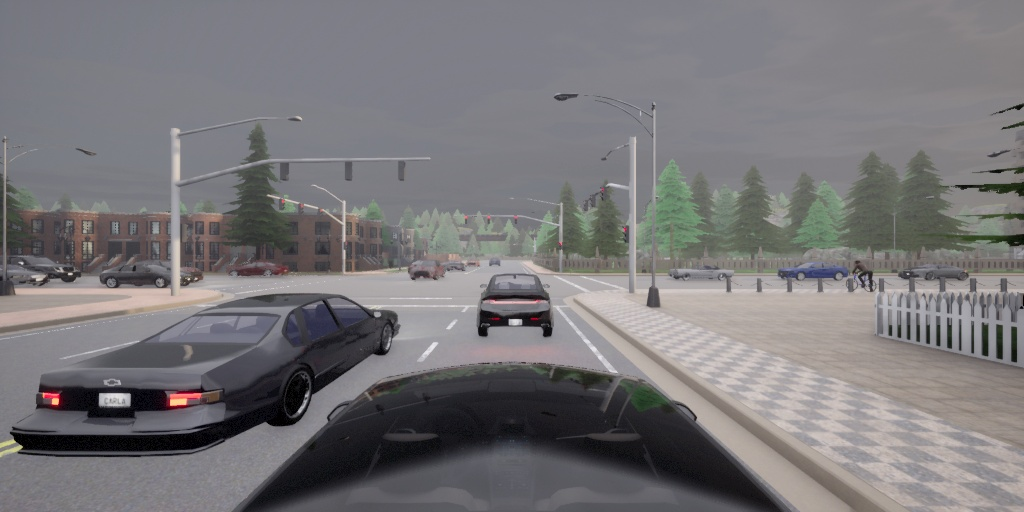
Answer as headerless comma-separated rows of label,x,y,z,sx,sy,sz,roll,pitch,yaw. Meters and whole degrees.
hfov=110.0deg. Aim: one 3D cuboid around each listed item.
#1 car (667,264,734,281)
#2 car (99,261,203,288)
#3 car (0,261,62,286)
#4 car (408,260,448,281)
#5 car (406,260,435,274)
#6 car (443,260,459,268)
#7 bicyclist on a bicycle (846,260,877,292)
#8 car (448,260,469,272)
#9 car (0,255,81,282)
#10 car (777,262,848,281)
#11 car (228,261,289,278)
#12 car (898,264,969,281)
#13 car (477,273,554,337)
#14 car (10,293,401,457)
car,15.572,1.351,29.764,4.718,1.301,1.895,0,0,0
car,-23.181,1.255,22.918,4.892,1.490,1.837,0,0,-3
car,-32.546,1.242,22.682,4.902,1.511,2.128,0,0,-4
car,-7.088,1.102,30.355,2.097,1.767,4.553,0,0,0
car,-10.668,1.228,42.238,1.882,1.535,5.008,0,0,2
car,-10.523,1.351,61.840,1.895,1.301,4.718,0,0,1
bicyclist on a bicycle,18.255,1.052,18.777,0.582,1.620,1.656,0,0,0
car,-7.076,1.314,45.871,1.994,1.385,4.181,0,0,0
car,-35.162,0.971,26.009,5.566,2.045,2.150,0,0,-6
car,24.864,1.228,29.750,5.008,1.535,1.882,0,0,0
car,-23.665,1.227,33.555,5.008,1.535,1.882,0,0,0
car,34.838,1.314,29.724,4.181,1.385,1.994,0,0,1
car,0.084,1.242,10.296,2.128,1.511,4.902,0,0,0
car,-3.435,1.297,5.629,2.033,1.411,5.357,0,0,0
